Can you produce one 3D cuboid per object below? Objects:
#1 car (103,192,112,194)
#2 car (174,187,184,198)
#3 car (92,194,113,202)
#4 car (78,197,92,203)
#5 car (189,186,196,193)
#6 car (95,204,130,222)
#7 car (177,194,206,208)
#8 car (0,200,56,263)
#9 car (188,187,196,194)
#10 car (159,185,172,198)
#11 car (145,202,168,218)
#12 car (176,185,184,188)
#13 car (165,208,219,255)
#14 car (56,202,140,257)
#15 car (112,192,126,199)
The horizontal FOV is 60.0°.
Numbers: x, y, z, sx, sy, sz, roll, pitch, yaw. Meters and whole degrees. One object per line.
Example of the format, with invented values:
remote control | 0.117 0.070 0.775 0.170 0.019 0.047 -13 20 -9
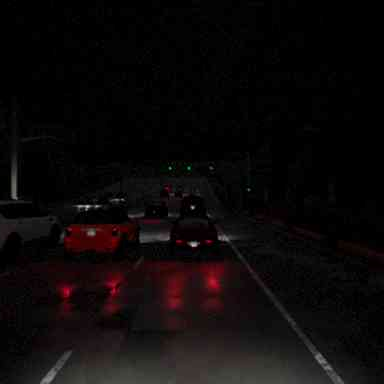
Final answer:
car | -20.937 0.729 82.001 2.033 1.411 5.357 0 5 0
car | -3.427 0.468 83.811 1.882 1.535 5.008 0 6 0
car | -17.513 1.760 65.488 1.837 1.490 4.892 0 2 0
car | -21.011 1.776 65.754 1.812 1.442 4.674 0 2 0
car | 0.127 -0.806 93.815 1.882 1.535 5.008 0 7 0
car | -6.924 1.790 29.478 1.895 1.301 4.718 0 0 0
car | 0.079 1.414 30.114 2.150 2.045 5.566 0 -1 0
car | -6.925 1.302 12.517 2.150 2.045 5.566 0 0 0
car | 0.073 0.468 83.792 1.882 1.535 5.008 0 6 0
car | -6.929 0.253 83.416 2.150 2.045 5.566 0 6 0
car | -3.417 1.688 32.692 1.882 1.535 5.008 0 0 0
car | -3.373 -1.061 93.834 2.150 2.045 5.566 0 7 0
car | 0.074 1.614 13.650 1.812 1.442 4.674 0 0 0
car | -3.427 1.440 13.476 2.097 1.767 4.553 0 0 0
car | -17.438 0.750 81.821 2.033 1.411 5.357 0 5 0
